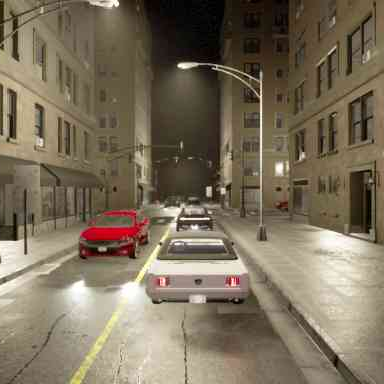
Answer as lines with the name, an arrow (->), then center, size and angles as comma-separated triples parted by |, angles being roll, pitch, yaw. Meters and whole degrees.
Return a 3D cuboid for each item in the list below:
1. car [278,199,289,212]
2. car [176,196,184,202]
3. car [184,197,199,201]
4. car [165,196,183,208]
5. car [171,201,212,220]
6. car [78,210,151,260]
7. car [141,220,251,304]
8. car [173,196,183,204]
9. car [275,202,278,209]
car -> 12.242, 1.532, 35.998 | 4.892, 1.490, 1.837 | 0, 0, 0
car -> -2.734, 1.616, 77.946 | 1.812, 1.442, 4.674 | 0, 0, 0
car -> 0.246, 1.542, 51.762 | 2.128, 1.511, 4.902 | 0, 0, -1
car -> -2.834, 1.398, 48.979 | 2.097, 1.767, 4.553 | 0, 0, 0
car -> 0.109, 1.499, 18.295 | 2.128, 1.511, 4.902 | 0, 0, -1
car -> -2.747, 1.481, 12.700 | 1.882, 1.535, 5.008 | 0, 0, 0
car -> 0.106, 1.602, 8.074 | 1.895, 1.301, 4.718 | 0, 0, 0
car -> -2.754, 1.583, 67.658 | 1.837, 1.490, 4.892 | 0, 0, 1
car -> 12.274, 1.354, 38.536 | 5.009, 1.841, 2.192 | 0, 0, 0
